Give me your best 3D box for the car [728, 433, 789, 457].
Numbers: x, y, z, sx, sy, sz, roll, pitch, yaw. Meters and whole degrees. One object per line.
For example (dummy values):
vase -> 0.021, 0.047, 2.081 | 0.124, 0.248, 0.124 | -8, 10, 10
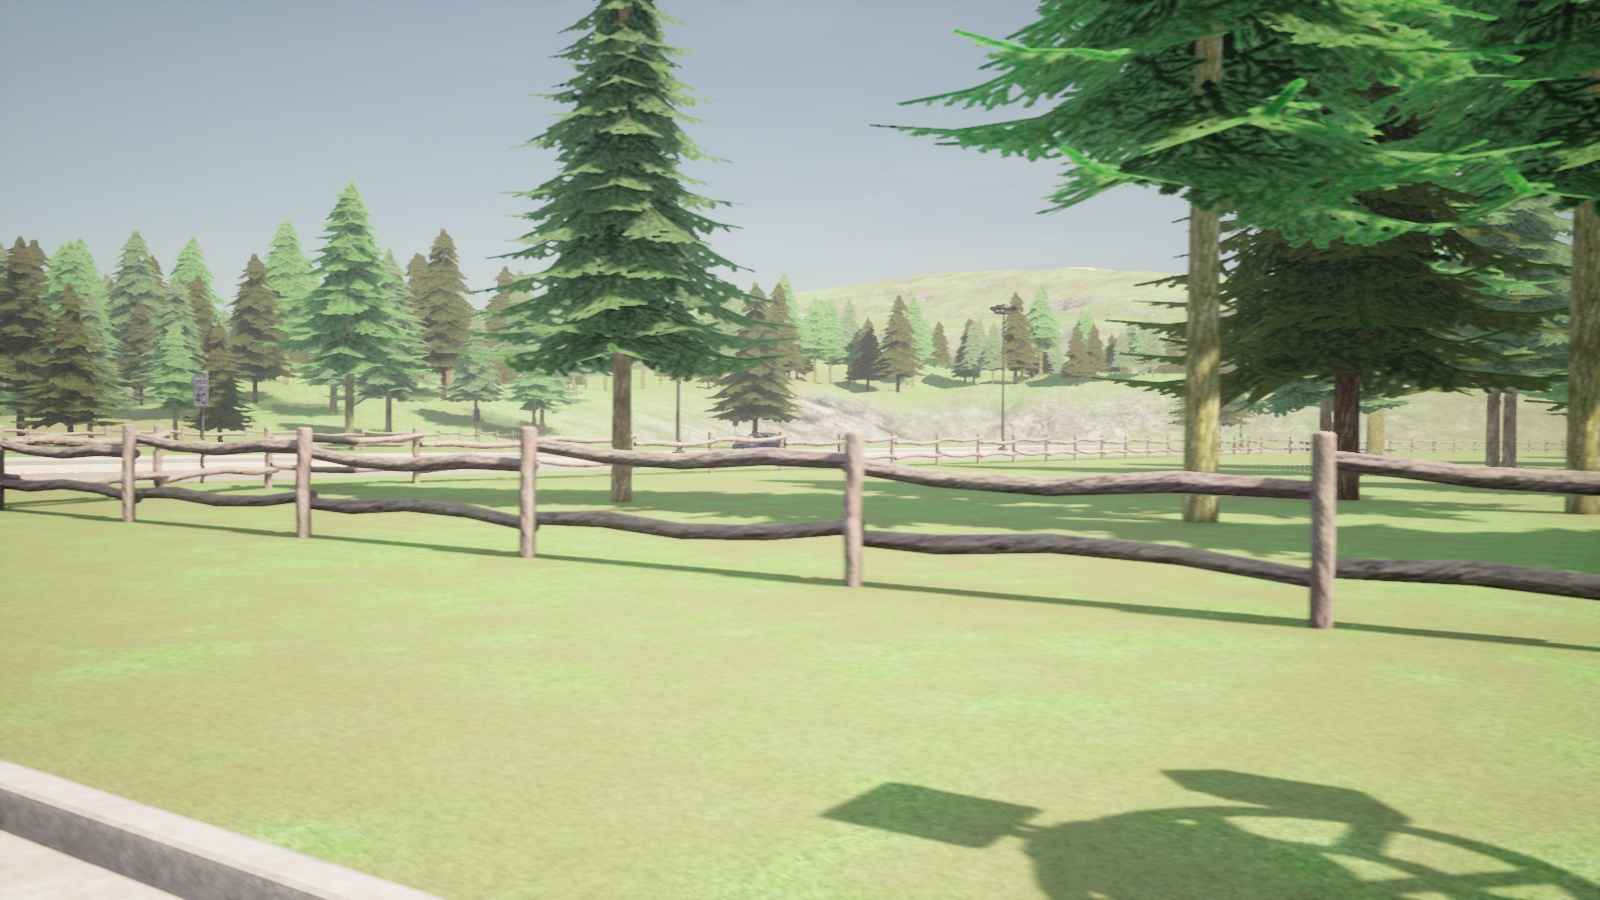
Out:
car -> -2.658, -0.341, 81.320 | 1.816, 1.474, 4.193 | 0, 1, 34
